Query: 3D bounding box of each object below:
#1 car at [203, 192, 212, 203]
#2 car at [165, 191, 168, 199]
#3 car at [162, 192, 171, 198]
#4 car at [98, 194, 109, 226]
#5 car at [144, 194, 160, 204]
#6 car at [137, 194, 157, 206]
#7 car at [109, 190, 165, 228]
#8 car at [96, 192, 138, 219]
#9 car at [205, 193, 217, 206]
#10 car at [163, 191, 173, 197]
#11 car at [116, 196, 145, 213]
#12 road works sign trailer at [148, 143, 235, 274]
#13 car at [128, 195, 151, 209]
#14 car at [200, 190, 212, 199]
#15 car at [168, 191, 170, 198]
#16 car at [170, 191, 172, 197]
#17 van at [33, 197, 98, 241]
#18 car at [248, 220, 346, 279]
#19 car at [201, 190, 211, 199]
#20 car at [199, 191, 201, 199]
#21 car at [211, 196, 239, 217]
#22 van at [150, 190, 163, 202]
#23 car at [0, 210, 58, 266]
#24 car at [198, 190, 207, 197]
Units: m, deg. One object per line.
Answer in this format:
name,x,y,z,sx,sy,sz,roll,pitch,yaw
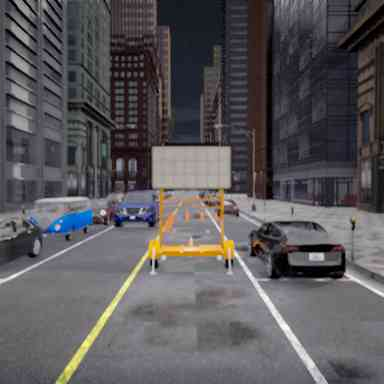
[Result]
car,2.690,1.017,43.240,1.802,1.307,4.206,0,1,0
car,-5.864,0.750,59.957,1.752,1.417,4.829,0,1,0
car,-5.893,0.584,77.036,1.947,1.339,4.313,0,1,0
car,-5.798,1.166,20.672,1.967,1.590,4.097,0,1,0
car,-5.845,0.945,48.856,1.802,1.307,4.206,0,1,0
car,-5.835,0.985,43.219,2.008,1.369,4.403,0,1,0
car,-3.132,0.954,20.238,2.150,2.045,5.566,0,1,0
car,-5.808,0.968,26.308,2.192,1.841,5.009,0,1,0
car,2.699,1.089,37.603,1.802,1.307,4.206,0,1,0
car,-5.902,0.501,82.672,2.008,1.369,4.403,0,1,0
car,-5.816,1.145,31.947,1.947,1.339,4.313,0,1,0
road works sign trailer,-0.014,0.330,10.012,2.380,3.560,2.880,0,1,0
car,-5.826,1.072,37.583,1.947,1.339,4.313,0,1,0
car,2.650,0.469,65.778,2.192,1.841,5.009,0,1,0
car,-5.873,0.735,65.764,1.802,1.307,4.206,0,1,0
car,-5.883,0.651,71.400,1.947,1.339,4.313,0,1,0
van,-5.789,1.141,15.035,1.690,1.788,3.998,0,1,0
car,2.747,1.440,9.423,1.947,1.339,4.313,0,1,0
car,2.679,0.804,48.873,1.967,1.590,4.097,0,1,0
car,2.660,0.538,60.142,2.192,1.841,5.009,0,1,0
car,2.718,1.235,26.331,1.802,1.307,4.206,0,1,0
van,-5.855,0.633,54.489,1.690,1.788,3.998,0,1,0
car,-5.778,1.424,9.402,2.008,1.369,4.403,0,1,0
car,2.622,0.391,82.687,1.967,1.590,4.097,0,1,0
